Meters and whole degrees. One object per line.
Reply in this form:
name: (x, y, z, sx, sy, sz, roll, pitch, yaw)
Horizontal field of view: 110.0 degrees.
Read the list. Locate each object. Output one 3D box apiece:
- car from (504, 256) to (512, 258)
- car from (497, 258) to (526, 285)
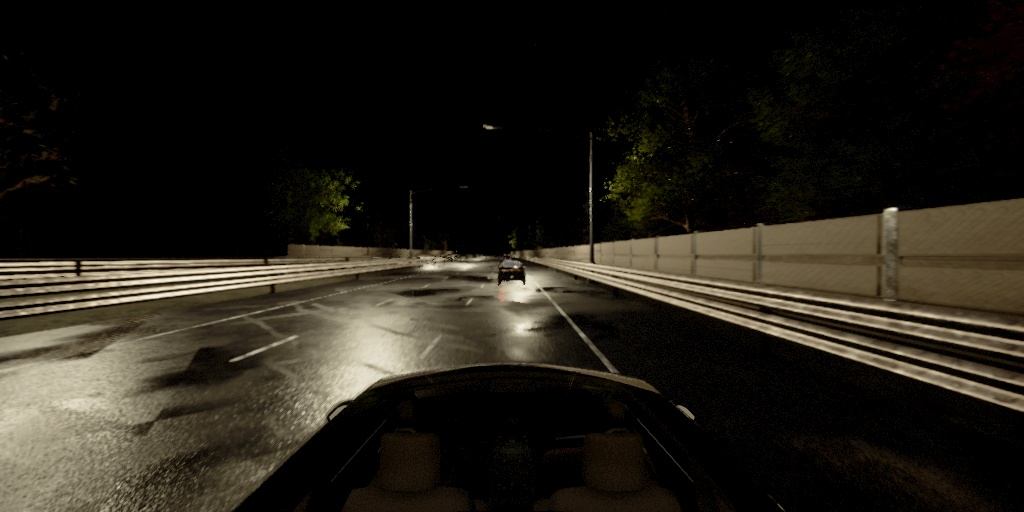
car: (-0.678, 0.761, 59.243, 2.033, 1.649, 4.856, 0, 1, -1)
car: (-0.025, 1.096, 24.819, 2.128, 1.511, 4.902, 0, 0, 0)
